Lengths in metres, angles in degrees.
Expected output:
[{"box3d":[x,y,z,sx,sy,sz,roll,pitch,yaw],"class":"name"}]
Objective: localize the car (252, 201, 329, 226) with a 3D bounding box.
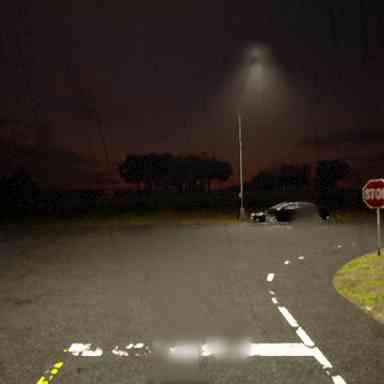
[{"box3d":[6.391,1.375,21.817,4.902,1.511,2.128,-1,-2,-1],"class":"car"}]
